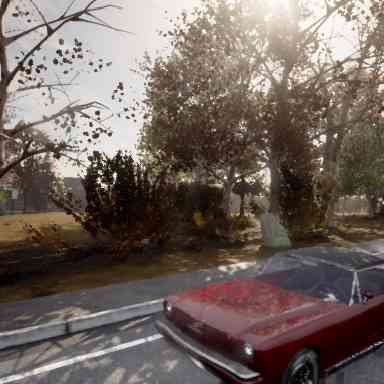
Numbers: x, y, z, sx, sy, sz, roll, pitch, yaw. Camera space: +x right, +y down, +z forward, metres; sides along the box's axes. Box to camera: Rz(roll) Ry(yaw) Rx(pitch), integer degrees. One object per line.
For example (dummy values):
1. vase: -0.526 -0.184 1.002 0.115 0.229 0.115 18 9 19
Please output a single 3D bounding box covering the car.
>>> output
1. car: 1.862 1.607 5.012 4.718 1.301 1.895 0 0 -35
